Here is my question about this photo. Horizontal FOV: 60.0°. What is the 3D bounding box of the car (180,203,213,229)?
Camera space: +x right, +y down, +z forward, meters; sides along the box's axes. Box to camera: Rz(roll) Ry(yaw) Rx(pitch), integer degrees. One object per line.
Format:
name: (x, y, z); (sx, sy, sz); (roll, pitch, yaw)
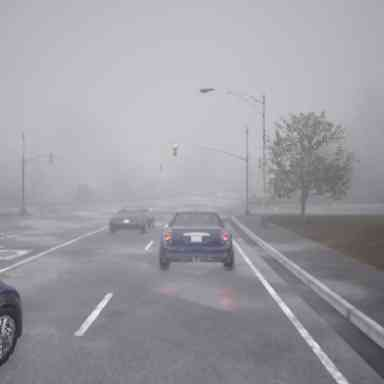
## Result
car: (0.333, 1.456, 21.380); (1.895, 1.301, 4.718); (0, 0, 2)

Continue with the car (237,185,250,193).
car: (14.161, -0.499, 86.335); (1.812, 1.442, 4.674); (0, 4, 33)

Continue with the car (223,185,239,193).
car: (11.169, -0.815, 88.146); (2.150, 2.045, 5.566); (0, 4, 30)

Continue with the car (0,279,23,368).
car: (-3.402, 1.327, 2.771); (2.097, 1.767, 4.553); (0, 1, 0)

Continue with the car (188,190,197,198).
car: (0.795, 0.445, 75.840); (1.837, 1.490, 4.892); (0, 3, 23)

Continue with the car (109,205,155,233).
car: (-3.255, 1.434, 18.727); (1.994, 1.385, 4.181); (0, 0, 1)

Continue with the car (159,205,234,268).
car: (0.133, 1.267, 11.127); (2.097, 1.767, 4.553); (0, 1, 0)

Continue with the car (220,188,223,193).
car: (8.042, -0.479, 89.744); (1.994, 1.385, 4.181); (0, 4, 30)

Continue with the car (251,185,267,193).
car: (17.690, -0.555, 85.397); (2.128, 1.511, 4.902); (0, 4, 33)

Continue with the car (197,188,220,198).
car: (3.811, 0.202, 74.015); (2.150, 2.045, 5.566); (0, 3, 23)
